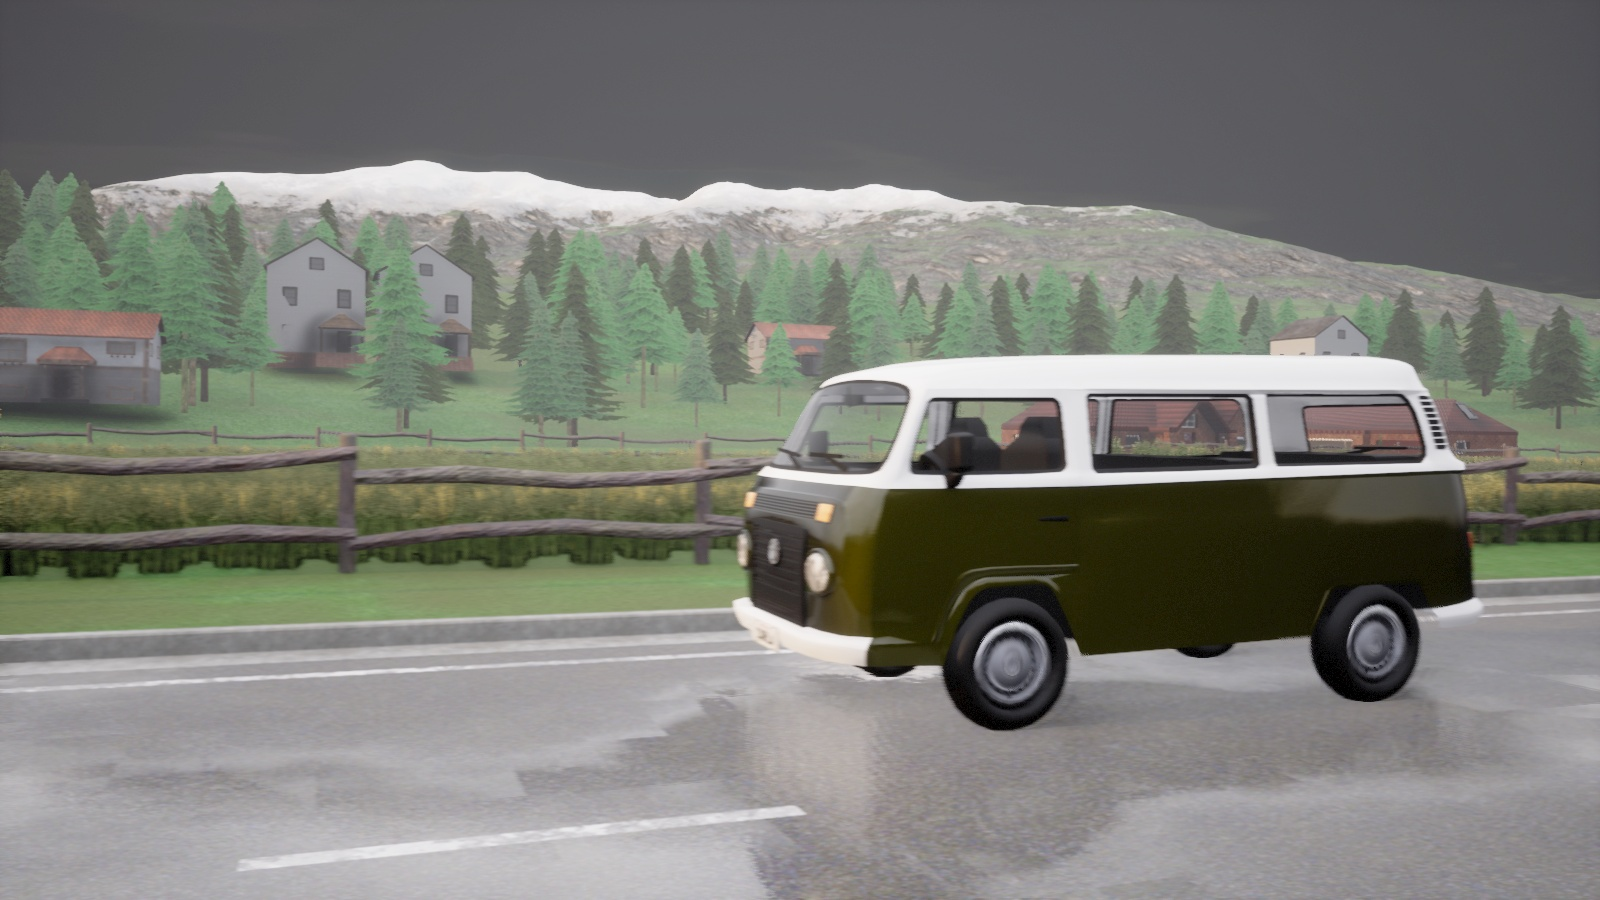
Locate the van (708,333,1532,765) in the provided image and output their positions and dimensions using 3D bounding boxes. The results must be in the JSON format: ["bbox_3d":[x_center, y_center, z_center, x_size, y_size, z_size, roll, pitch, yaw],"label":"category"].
[{"bbox_3d":[1.911,0.388,7.697,4.480,2.038,2.069,-2,1,-21],"label":"van"}]
